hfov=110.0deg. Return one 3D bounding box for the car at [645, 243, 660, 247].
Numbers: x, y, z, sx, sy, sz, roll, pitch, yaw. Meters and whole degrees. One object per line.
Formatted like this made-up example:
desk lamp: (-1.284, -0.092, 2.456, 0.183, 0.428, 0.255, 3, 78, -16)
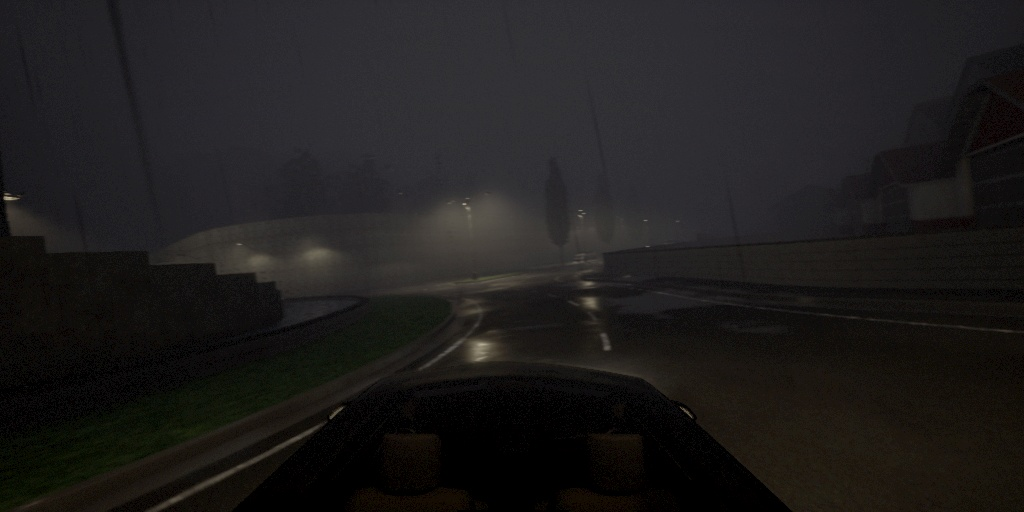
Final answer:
car: (21.505, -0.788, 56.926, 1.882, 1.535, 5.008, -6, 0, 37)
